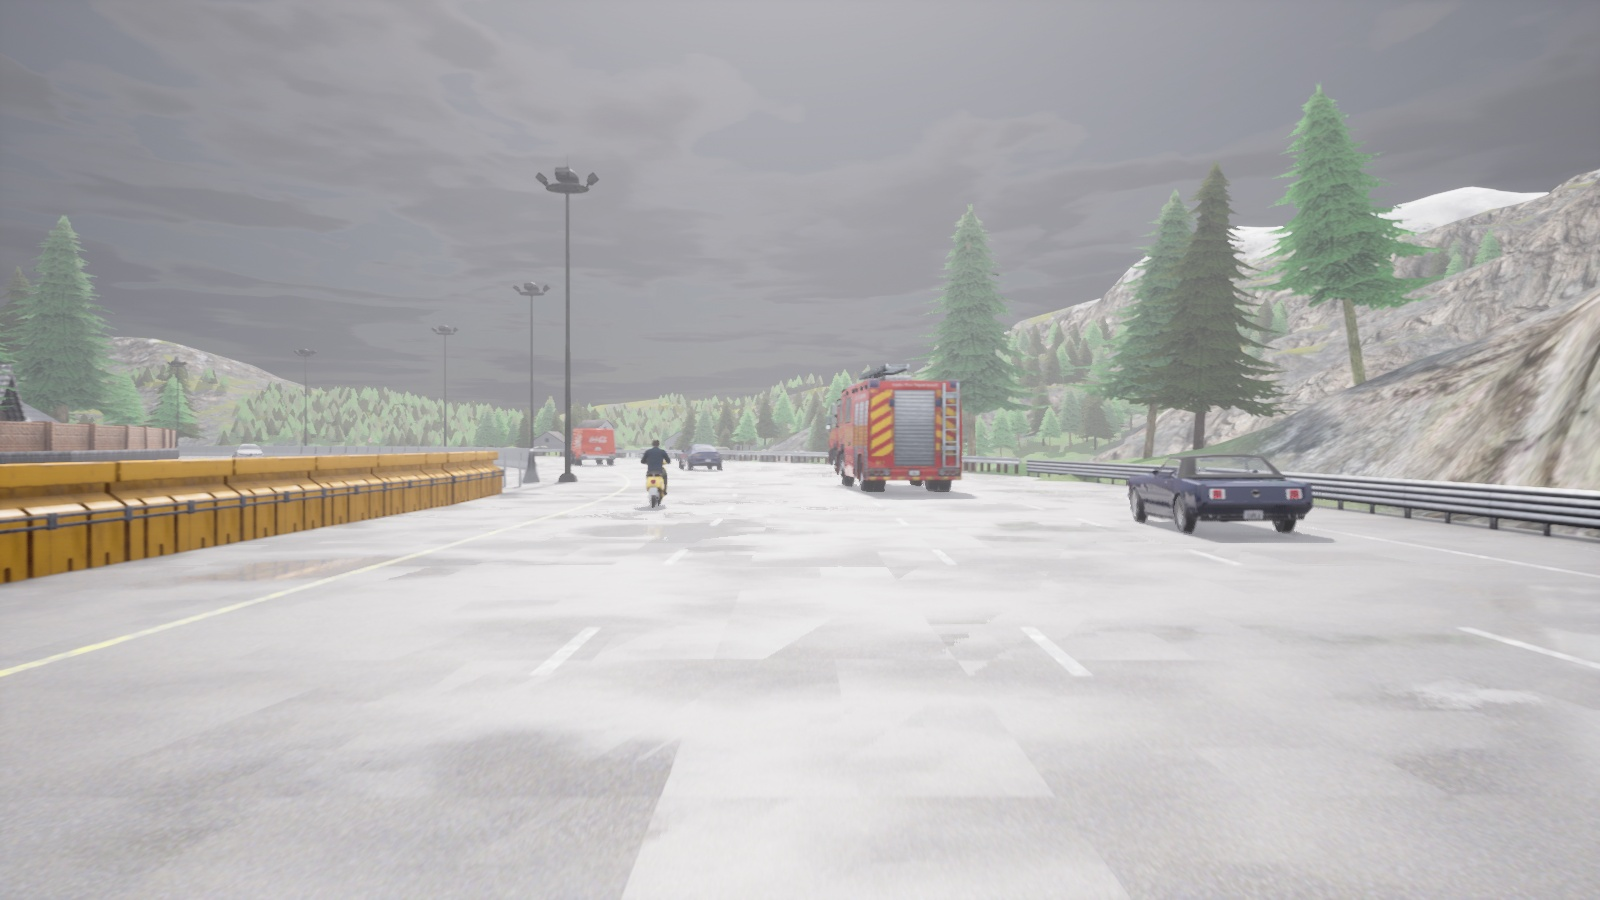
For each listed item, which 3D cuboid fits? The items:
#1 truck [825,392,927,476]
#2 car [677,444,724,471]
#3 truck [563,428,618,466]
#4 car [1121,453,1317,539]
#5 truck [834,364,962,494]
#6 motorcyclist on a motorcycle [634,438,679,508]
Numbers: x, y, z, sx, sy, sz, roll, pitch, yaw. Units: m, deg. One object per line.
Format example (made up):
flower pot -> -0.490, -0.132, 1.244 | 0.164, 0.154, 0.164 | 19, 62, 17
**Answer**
truck -> 3.562, -0.761, 61.430 | 2.891, 3.827, 8.468 | 0, 0, -11
car -> -5.537, 0.376, 69.467 | 1.812, 1.442, 4.674 | 0, 0, -15
truck -> -14.216, -0.228, 84.959 | 2.627, 2.467, 5.204 | 0, 0, -21
car -> 7.164, 0.728, 22.044 | 1.895, 1.301, 4.718 | 0, 0, 0
truck -> 3.005, -0.648, 41.253 | 2.891, 3.827, 8.468 | 0, 0, -5
motorcyclist on a motorcycle -> -3.384, 0.530, 29.721 | 0.866, 1.590, 1.817 | -1, 0, -1
